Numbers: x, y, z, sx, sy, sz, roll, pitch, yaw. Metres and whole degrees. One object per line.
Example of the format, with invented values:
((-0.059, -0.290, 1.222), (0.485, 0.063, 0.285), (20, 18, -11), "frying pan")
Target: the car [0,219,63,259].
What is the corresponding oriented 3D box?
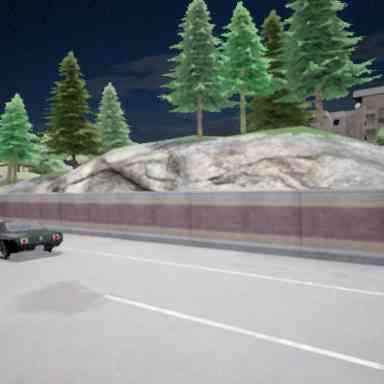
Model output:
((-7.313, 1.748, 13.294), (4.718, 1.301, 1.895), (-1, 0, 35), "car")
